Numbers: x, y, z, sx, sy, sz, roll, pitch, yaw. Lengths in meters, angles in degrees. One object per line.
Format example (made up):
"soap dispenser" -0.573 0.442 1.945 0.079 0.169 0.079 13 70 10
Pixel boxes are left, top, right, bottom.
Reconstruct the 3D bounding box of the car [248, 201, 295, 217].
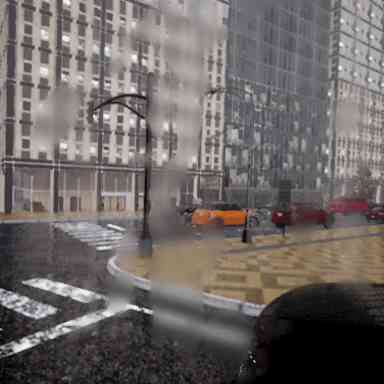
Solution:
"car" 7.715 1.584 32.165 4.403 1.369 2.008 1 2 -35

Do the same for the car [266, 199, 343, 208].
"car" 7.516 1.570 22.456 5.009 1.841 2.192 1 2 -35

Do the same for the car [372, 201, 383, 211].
"car" 26.392 1.884 45.022 4.206 1.307 1.802 1 2 -35

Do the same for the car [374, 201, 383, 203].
"car" 21.723 1.801 41.808 4.313 1.339 1.947 1 2 -35

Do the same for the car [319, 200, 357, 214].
"car" 16.915 1.691 38.496 4.829 1.417 1.752 1 2 -35

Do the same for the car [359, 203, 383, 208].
"car" 16.847 1.934 28.890 4.507 1.381 1.887 1 2 -35

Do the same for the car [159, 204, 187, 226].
"car" -0.217 1.552 23.716 4.181 1.385 1.994 1 2 -34

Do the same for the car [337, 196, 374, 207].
"car" 16.438 1.451 35.156 5.566 2.045 2.150 1 2 -34

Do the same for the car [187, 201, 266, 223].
"car" 2.326 1.461 21.946 4.553 1.767 2.097 1 2 -34

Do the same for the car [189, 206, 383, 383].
"car" 2.863 1.235 1.613 5.566 2.045 2.150 0 0 37
